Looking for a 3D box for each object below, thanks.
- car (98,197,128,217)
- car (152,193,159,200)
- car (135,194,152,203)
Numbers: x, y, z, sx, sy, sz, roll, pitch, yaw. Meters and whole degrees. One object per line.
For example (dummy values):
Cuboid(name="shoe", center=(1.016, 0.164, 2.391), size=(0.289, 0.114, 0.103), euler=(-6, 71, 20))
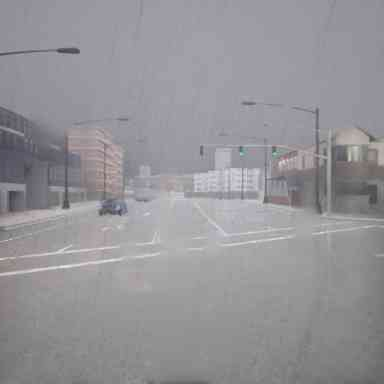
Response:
Cuboid(name="car", center=(-7.514, 1.373, 31.882), size=(2.097, 1.767, 4.553), euler=(0, 1, -2))
Cuboid(name="car", center=(-9.242, 1.082, 81.323), size=(2.097, 1.767, 4.553), euler=(0, -1, -2))
Cuboid(name="car", center=(-8.361, 1.123, 56.160), size=(1.812, 1.442, 4.674), euler=(0, 1, -2))
